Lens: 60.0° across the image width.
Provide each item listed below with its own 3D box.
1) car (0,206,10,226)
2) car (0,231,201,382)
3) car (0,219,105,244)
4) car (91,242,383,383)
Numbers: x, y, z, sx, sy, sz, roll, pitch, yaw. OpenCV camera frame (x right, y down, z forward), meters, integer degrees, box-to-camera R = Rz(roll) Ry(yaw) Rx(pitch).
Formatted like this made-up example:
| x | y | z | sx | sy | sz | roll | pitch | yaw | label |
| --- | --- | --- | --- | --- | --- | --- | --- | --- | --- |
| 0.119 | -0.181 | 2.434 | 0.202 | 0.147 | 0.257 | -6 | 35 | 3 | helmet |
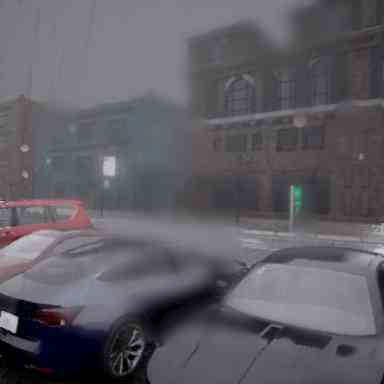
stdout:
| x | y | z | sx | sy | sz | roll | pitch | yaw | label |
| --- | --- | --- | --- | --- | --- | --- | --- | --- | --- |
| -9.919 | 1.498 | 11.994 | 1.946 | 1.575 | 5.366 | 0 | 0 | 36 | car |
| -0.729 | 1.529 | 5.703 | 2.163 | 1.488 | 4.792 | 0 | 0 | 35 | car |
| -3.012 | 1.543 | 7.299 | 2.002 | 1.452 | 4.674 | 0 | 0 | 36 | car |
| 1.526 | 1.487 | 4.065 | 2.097 | 1.535 | 5.008 | 0 | 0 | 36 | car |
